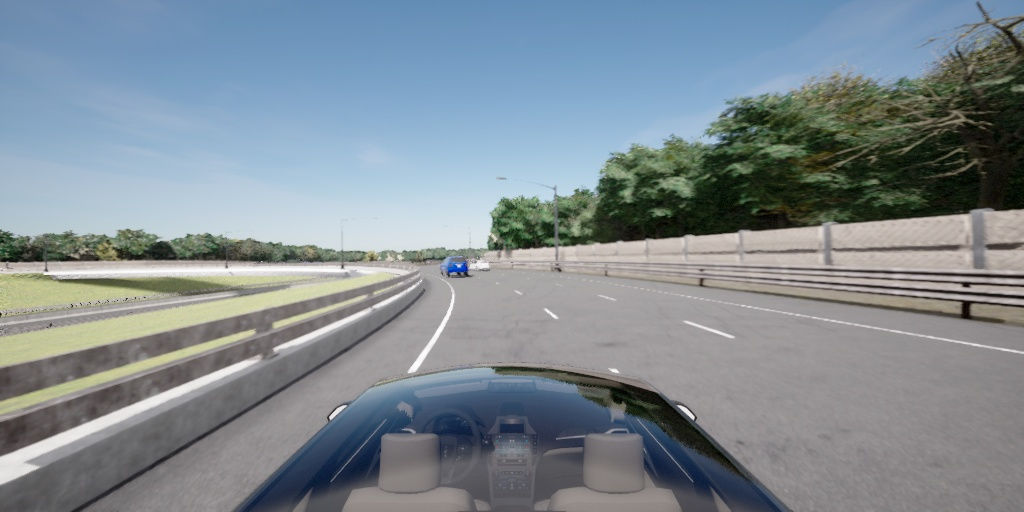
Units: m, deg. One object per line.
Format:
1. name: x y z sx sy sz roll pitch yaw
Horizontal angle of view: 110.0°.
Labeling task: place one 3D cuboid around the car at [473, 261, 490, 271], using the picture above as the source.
1. car: -4.624 1.373 51.596 1.812 1.442 4.674 -1 0 -25

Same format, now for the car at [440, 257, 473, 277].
1. car: -6.047 1.094 37.329 2.150 2.045 5.566 -1 0 -20
